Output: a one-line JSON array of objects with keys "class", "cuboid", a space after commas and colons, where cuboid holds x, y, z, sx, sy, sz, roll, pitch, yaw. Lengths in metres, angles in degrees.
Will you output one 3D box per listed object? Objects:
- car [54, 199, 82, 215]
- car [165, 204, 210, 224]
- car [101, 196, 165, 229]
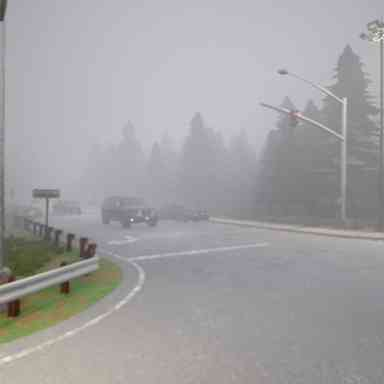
[{"class": "car", "cuboid": [-12.819, 1.559, 34.286, 1.837, 1.490, 4.892, 1, 0, -36]}, {"class": "car", "cuboid": [-1.172, 1.650, 26.118, 5.357, 1.411, 2.033, 0, -1, 40]}, {"class": "car", "cuboid": [-4.389, 1.281, 22.790, 2.150, 2.045, 5.566, 1, -1, -36]}]
